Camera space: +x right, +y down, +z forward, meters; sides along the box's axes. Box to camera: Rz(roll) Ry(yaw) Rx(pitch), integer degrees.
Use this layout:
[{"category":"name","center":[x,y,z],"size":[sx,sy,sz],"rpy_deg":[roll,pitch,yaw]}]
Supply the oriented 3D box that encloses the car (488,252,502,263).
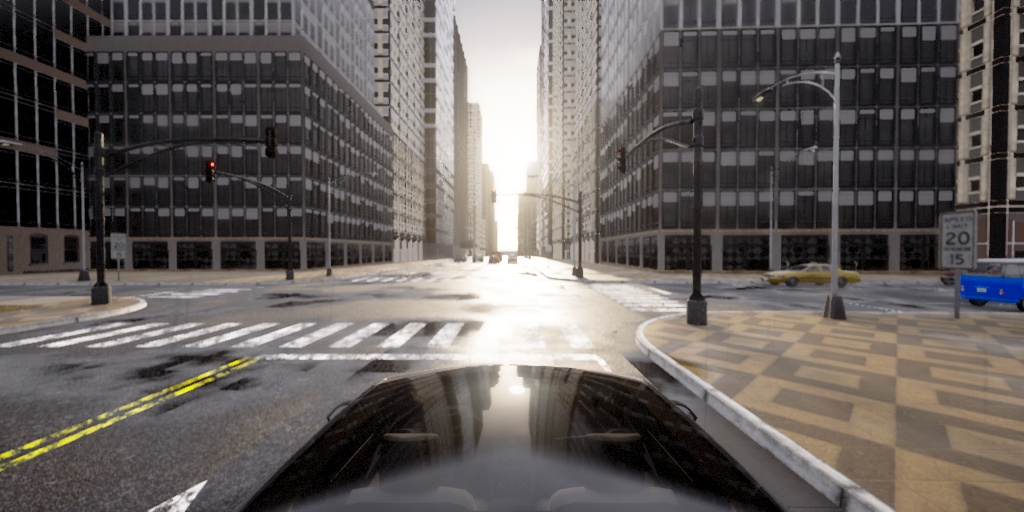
[{"category":"car","center":[-3.124,0.536,63.350],"size":[1.812,1.442,4.674],"rpy_deg":[0,1,0]}]

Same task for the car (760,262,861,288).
[{"category":"car","center":[17.125,1.029,20.737],"size":[4.829,1.417,1.751],"rpy_deg":[0,0,2]}]

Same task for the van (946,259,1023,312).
[{"category":"van","center":[18.379,0.968,12.563],"size":[3.998,1.789,1.690],"rpy_deg":[0,0,2]}]

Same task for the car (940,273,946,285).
[{"category":"car","center":[26.958,1.099,20.232],"size":[4.207,1.307,1.802],"rpy_deg":[0,0,2]}]

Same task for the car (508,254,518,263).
[{"category":"car","center":[0.127,0.557,63.344],"size":[2.033,1.411,5.357],"rpy_deg":[0,1,0]}]
